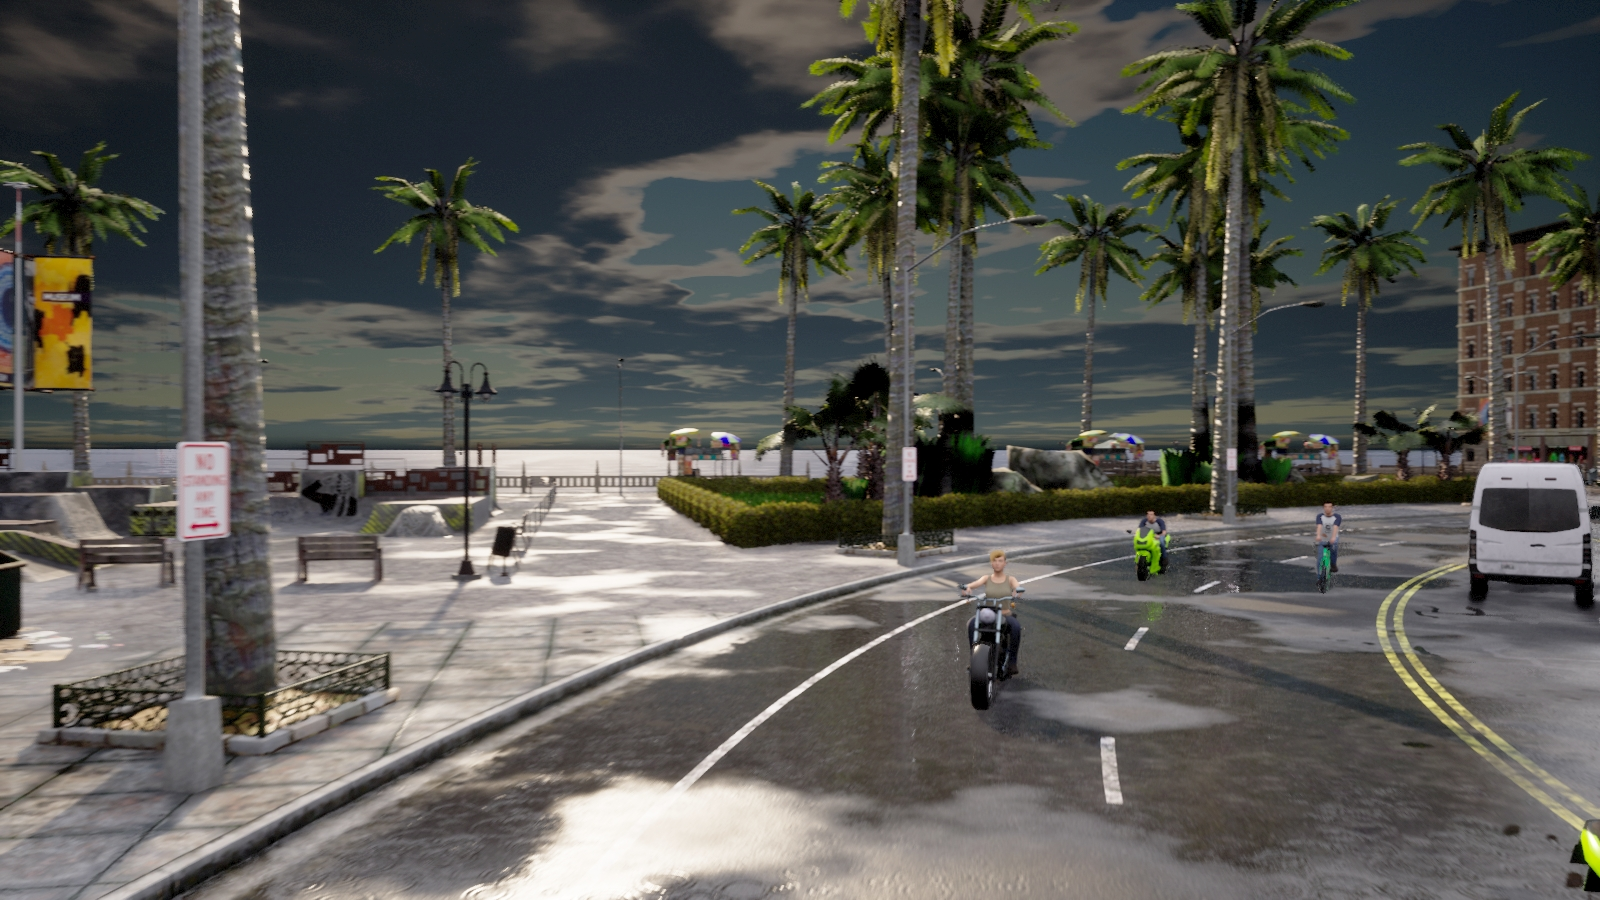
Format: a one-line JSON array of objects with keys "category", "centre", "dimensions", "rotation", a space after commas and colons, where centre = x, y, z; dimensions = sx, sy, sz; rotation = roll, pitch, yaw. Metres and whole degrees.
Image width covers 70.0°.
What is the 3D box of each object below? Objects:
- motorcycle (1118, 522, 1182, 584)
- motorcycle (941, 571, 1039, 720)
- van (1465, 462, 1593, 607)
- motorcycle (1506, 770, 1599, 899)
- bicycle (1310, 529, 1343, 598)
[{"category": "motorcycle", "centre": [7.648, 2.220, 24.884], "dimensions": [0.803, 1.145, 2.033], "rotation": [1, 0, 33]}, {"category": "motorcycle", "centre": [2.230, 2.173, 13.177], "dimensions": [0.764, 1.277, 2.356], "rotation": [0, 0, 18]}, {"category": "van", "centre": [15.091, 1.546, 23.492], "dimensions": [1.988, 2.561, 5.915], "rotation": [0, 0, 35]}, {"category": "motorcycle", "centre": [3.862, 2.215, 4.773], "dimensions": [0.803, 1.145, 2.033], "rotation": [1, 0, 8]}, {"category": "bicycle", "centre": [10.424, 2.215, 22.602], "dimensions": [0.373, 1.196, 1.643], "rotation": [1, 1, 32]}]
